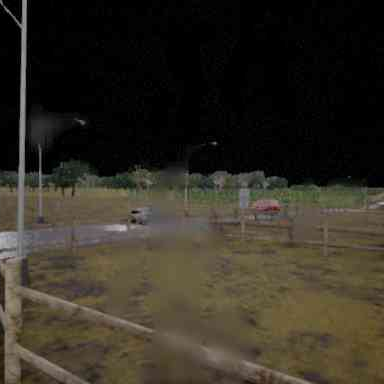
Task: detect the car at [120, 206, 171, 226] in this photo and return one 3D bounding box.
[{"bbox_3d":[-3.440,1.764,25.197,1.994,1.385,4.181,2,0,35],"label":"car"}]

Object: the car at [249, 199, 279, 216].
[{"bbox_3d":[9.554,1.970,43.668,2.150,2.045,5.566,2,-1,35],"label":"car"}]
